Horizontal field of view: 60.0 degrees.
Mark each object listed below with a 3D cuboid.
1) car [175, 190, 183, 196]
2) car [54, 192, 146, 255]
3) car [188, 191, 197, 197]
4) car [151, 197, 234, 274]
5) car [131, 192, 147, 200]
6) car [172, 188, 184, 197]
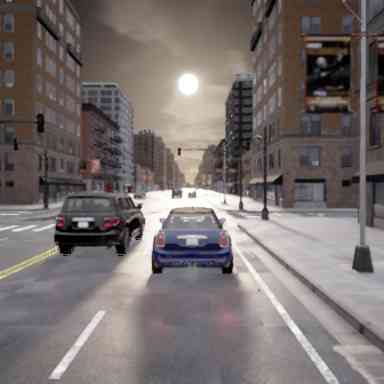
[{"bbox_3d":[-3.172,0.210,82.047,1.837,1.490,4.892,0,1,0],"label":"car"},{"bbox_3d":[-3.206,1.042,12.567,2.150,2.045,5.566,0,0,1],"label":"car"},{"bbox_3d":[0.068,0.511,71.627,2.128,1.511,4.902,0,1,0],"label":"car"},{"bbox_3d":[0.018,1.207,10.247,2.097,1.767,4.553,0,1,0],"label":"car"},{"bbox_3d":[-9.715,0.677,61.724,2.033,1.411,5.357,0,1,1],"label":"car"},{"bbox_3d":[-3.182,0.211,71.656,2.150,2.045,5.566,0,1,0],"label":"car"}]
